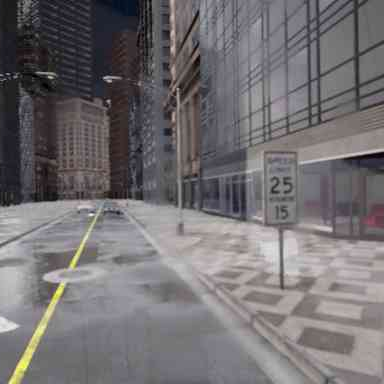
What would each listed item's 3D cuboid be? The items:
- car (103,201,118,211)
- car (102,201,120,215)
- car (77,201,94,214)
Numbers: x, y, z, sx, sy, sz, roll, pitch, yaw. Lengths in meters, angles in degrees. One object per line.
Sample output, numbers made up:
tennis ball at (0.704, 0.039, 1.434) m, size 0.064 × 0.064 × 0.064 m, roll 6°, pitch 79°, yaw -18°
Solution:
car at (-11.732, 1.993, 47.878) m, size 1.895 × 1.301 × 4.718 m, roll -1°, pitch 0°, yaw -14°
car at (-9.138, 1.854, 37.750) m, size 2.033 × 1.411 × 5.357 m, roll -1°, pitch 0°, yaw -14°
car at (-13.199, 1.919, 41.455) m, size 1.812 × 1.442 × 4.674 m, roll -1°, pitch 0°, yaw -14°
